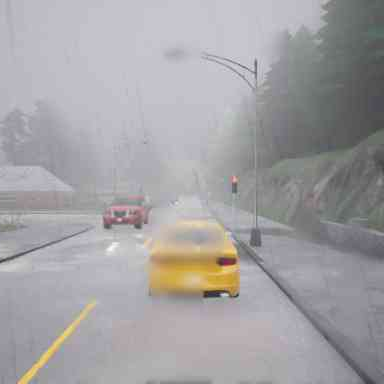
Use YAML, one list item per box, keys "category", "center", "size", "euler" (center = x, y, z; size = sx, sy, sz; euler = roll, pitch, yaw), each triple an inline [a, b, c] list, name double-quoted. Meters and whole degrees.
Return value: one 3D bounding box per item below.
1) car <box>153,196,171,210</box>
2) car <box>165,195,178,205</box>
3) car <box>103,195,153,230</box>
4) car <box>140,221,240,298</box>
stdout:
- category: "car"
  center: [-4.083, 1.564, 41.669]
  size: [1.994, 1.385, 4.181]
  euler: [0, 0, 0]
- category: "car"
  center: [-4.060, 1.352, 57.295]
  size: [2.097, 1.767, 4.553]
  euler: [0, 0, 0]
- category: "car"
  center: [-4.091, 1.221, 21.534]
  size: [2.150, 2.045, 5.566]
  euler: [0, 0, 0]
- category: "car"
  center: [0.056, 1.478, 8.569]
  size: [1.882, 1.535, 5.008]
  euler: [0, 0, 1]
